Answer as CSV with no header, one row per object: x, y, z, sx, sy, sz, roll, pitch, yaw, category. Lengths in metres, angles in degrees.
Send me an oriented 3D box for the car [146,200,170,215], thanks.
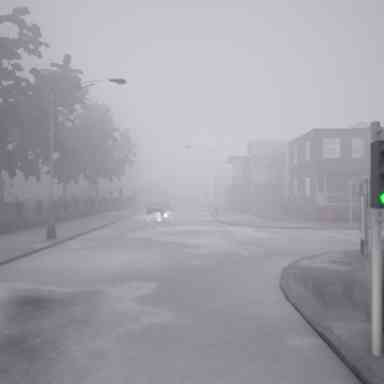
-4.077,1.840,38.288,2.033,1.411,5.357,0,0,0,car
